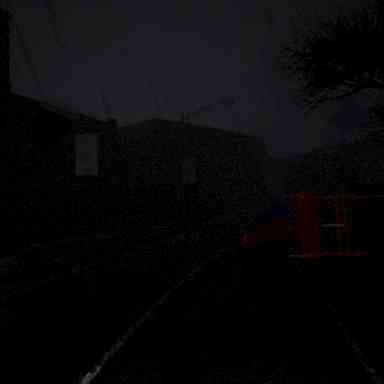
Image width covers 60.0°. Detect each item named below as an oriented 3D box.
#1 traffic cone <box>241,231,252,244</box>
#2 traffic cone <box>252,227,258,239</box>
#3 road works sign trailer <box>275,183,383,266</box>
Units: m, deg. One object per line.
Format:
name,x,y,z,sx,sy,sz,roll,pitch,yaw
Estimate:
traffic cone,2.511,2.132,15.600,0.340,0.580,0.340,0,-1,23
traffic cone,3.283,2.150,17.445,0.340,0.580,0.340,0,-1,23
road works sign trailer,4.593,1.043,10.297,3.560,2.380,2.880,-7,-3,45
